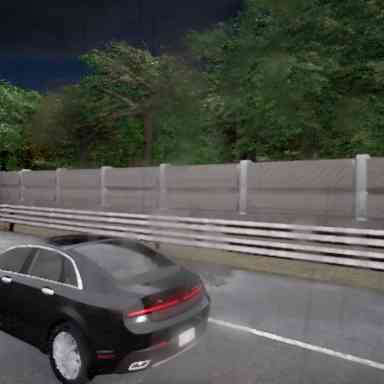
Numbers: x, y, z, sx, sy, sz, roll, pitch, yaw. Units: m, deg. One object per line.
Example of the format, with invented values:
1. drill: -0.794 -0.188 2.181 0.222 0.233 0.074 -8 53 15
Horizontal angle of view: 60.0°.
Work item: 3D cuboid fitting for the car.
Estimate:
1. car: -2.031 1.433 5.318 4.892 1.490 1.837 1 0 36
